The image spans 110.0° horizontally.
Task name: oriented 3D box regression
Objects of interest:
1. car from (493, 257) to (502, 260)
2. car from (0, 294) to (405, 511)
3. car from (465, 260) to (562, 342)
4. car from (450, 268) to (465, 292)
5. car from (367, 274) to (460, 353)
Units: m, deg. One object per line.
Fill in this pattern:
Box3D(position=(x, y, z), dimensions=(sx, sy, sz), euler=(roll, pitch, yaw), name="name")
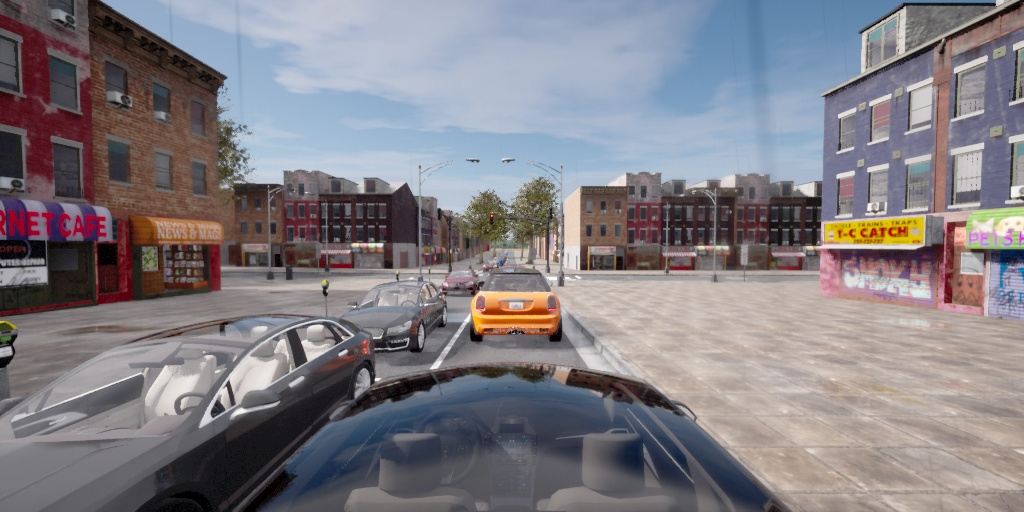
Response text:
Box3D(position=(-2.719, 1.246, 46.301), dimensions=(1.967, 1.591, 4.097), euler=(0, 0, 0), name="car")
Box3D(position=(-2.643, 1.300, 3.183), dimensions=(2.007, 1.370, 4.403), euler=(0, 0, 0), name="car")
Box3D(position=(0.085, 1.101, 9.941), dimensions=(2.097, 1.767, 4.553), euler=(0, 0, 0), name="car")
Box3D(position=(-2.671, 1.337, 19.526), dimensions=(1.802, 1.307, 4.207), euler=(0, 0, 0), name="car")
Box3D(position=(-2.652, 1.299, 8.632), dimensions=(2.007, 1.370, 4.403), euler=(0, 0, 0), name="car")
